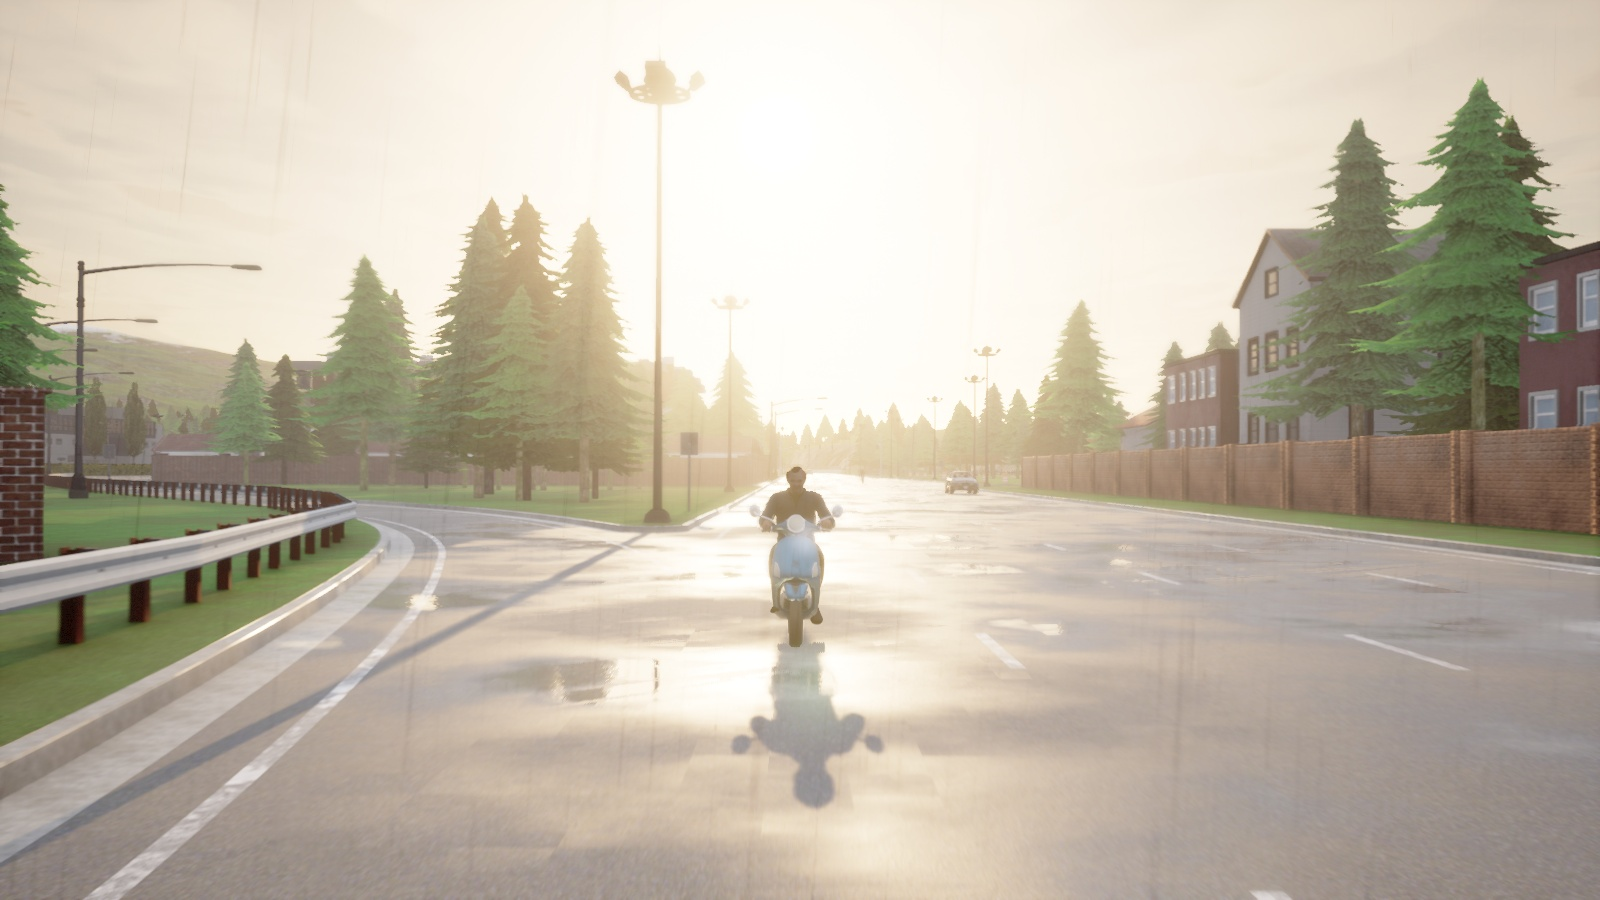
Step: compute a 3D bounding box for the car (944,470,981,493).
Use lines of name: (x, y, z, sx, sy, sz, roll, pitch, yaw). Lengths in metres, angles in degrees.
car: (10.458, 2.014, 80.987, 1.816, 1.474, 4.193, 0, -1, 0)

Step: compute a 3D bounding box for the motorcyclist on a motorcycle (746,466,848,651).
motorcyclist on a motorcycle: (-0.029, 0.944, 11.713, 0.866, 1.590, 1.817, 0, -1, 0)
